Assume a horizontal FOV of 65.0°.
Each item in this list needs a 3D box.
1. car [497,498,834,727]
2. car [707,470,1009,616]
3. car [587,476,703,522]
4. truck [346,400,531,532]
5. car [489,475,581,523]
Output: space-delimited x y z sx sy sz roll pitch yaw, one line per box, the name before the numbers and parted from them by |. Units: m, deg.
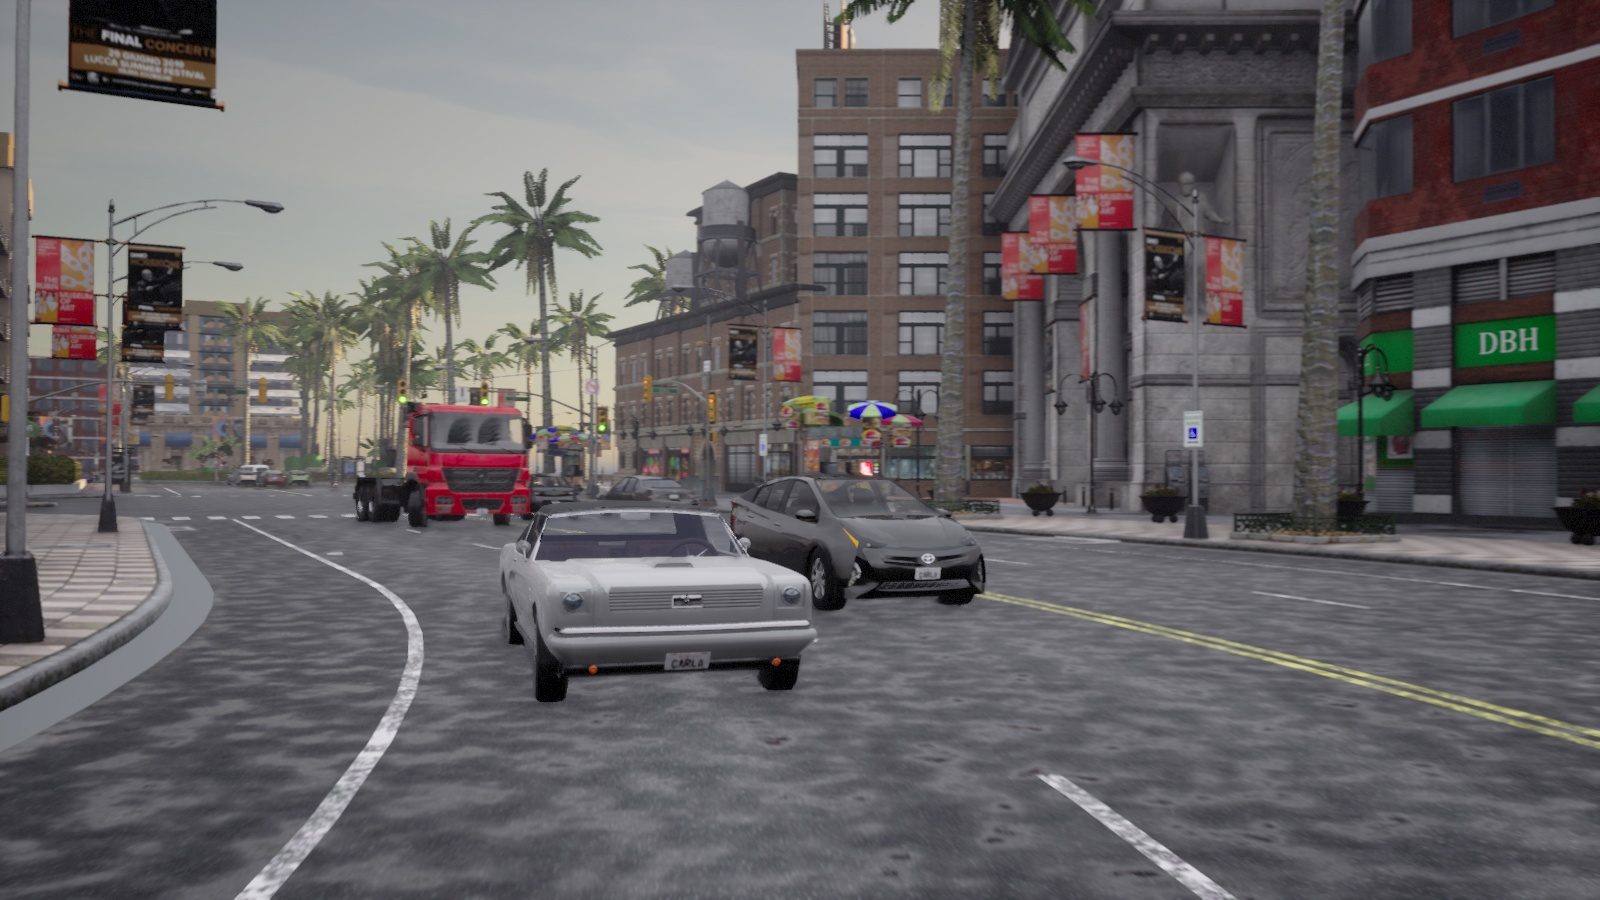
car | -1.367 1.094 10.255 1.895 1.301 4.718 0 -1 -17
car | 0.520 1.021 15.678 2.007 1.525 4.514 0 -1 -23
car | -5.275 1.592 41.947 2.033 1.411 5.357 0 -1 -28
truck | -10.800 0.506 36.921 2.891 3.462 7.936 1 -1 -34
car | -8.692 1.558 40.908 1.816 1.474 4.193 0 -1 -28
